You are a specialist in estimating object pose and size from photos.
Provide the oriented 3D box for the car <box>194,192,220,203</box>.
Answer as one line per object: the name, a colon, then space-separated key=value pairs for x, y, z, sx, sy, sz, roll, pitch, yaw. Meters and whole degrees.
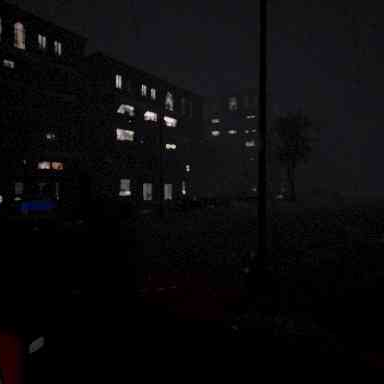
car: x=2.372 y=0.807 z=51.387 sx=2.008 sy=1.369 sz=4.403 roll=2 pitch=2 yaw=35

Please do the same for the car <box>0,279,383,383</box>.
car: x=-0.316 y=1.544 z=3.096 sx=4.507 sy=1.381 sz=1.887 roll=0 pitch=0 yaw=36

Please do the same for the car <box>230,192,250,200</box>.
car: x=8.737 y=0.649 z=60.527 sx=1.947 sy=1.339 sz=4.313 roll=2 pitch=2 yaw=35

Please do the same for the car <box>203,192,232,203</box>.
car: x=3.767 y=0.776 z=48.811 sx=1.882 sy=1.535 sz=5.008 roll=1 pitch=1 yaw=35

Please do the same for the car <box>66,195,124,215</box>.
car: x=-8.867 y=1.135 z=30.736 sx=2.128 sy=1.511 sz=4.902 roll=1 pitch=1 yaw=35

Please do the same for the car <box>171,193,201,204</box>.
car: x=-0.811 y=0.909 z=46.817 sx=1.947 sy=1.339 sz=4.313 roll=2 pitch=2 yaw=35

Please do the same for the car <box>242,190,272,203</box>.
car: x=9.248 y=0.876 z=46.598 sx=2.008 sy=1.369 sz=4.403 roll=2 pitch=2 yaw=35

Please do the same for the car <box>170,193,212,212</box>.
car: x=-0.300 y=1.132 z=32.887 sx=1.887 sy=1.381 sz=4.507 roll=2 pitch=2 yaw=35

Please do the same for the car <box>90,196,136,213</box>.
car: x=-6.826 y=1.191 z=28.090 sx=1.837 sy=1.490 sz=4.892 roll=1 pitch=1 yaw=35

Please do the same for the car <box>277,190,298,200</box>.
car: x=15.711 y=0.675 z=55.877 sx=1.752 sy=1.417 sz=4.829 roll=2 pitch=2 yaw=35

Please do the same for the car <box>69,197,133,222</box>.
car: x=-6.664 y=1.329 z=23.749 sx=1.947 sy=1.339 sz=4.313 roll=2 pitch=2 yaw=35

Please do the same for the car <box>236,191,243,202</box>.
car: x=8.488 y=0.616 z=50.130 sx=2.097 sy=1.767 sz=4.553 roll=1 pitch=1 yaw=35

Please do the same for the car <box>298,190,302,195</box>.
car: x=27.831 y=0.114 z=87.947 sx=1.887 sy=1.381 sz=4.507 roll=2 pitch=2 yaw=35

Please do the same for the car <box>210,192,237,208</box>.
car: x=2.883 y=1.050 z=37.457 sx=2.008 sy=1.369 sz=4.403 roll=2 pitch=2 yaw=35

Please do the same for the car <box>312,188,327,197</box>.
car: x=29.070 y=0.008 z=75.595 sx=2.150 sy=2.045 sz=5.566 roll=1 pitch=1 yaw=35

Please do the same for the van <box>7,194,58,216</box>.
van: x=-13.538 y=1.035 z=28.531 sx=1.690 sy=1.788 sz=3.998 roll=2 pitch=2 yaw=35

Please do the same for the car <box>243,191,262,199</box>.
car: x=11.822 y=0.525 z=64.956 sx=1.752 sy=1.417 sz=4.829 roll=2 pitch=2 yaw=35
